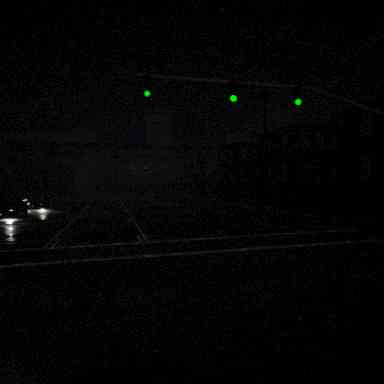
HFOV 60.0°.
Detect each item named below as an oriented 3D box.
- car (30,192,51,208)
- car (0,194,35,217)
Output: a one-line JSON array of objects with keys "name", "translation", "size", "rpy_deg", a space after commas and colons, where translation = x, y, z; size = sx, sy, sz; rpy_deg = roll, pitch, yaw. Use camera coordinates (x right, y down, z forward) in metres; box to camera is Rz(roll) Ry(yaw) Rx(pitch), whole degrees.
[{"name": "car", "translation": [-16.675, 0.790, 35.912], "size": [2.097, 1.767, 4.553], "rpy_deg": [-1, 1, -14]}, {"name": "car", "translation": [-14.279, 1.172, 26.222], "size": [2.033, 1.411, 5.357], "rpy_deg": [-1, 1, -14]}]
